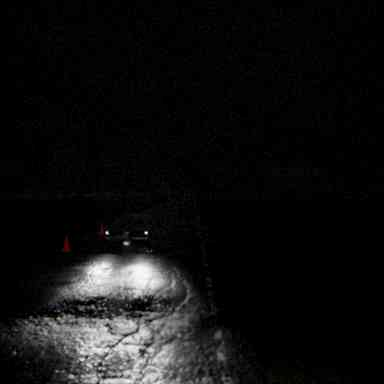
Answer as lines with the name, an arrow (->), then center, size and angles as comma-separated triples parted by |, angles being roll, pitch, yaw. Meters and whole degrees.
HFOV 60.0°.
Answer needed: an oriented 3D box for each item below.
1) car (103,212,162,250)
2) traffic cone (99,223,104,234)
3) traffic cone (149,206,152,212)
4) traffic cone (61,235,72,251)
car -> -2.411, 1.589, 14.447 | 1.895, 1.301, 4.718 | 0, 0, 0
traffic cone -> -4.777, 1.940, 17.682 | 0.340, 0.580, 0.340 | 0, 0, 0
traffic cone -> -4.718, 1.919, 37.682 | 0.340, 0.580, 0.340 | 0, 0, 0
traffic cone -> -4.793, 1.944, 12.683 | 0.340, 0.580, 0.340 | 0, 0, 0
